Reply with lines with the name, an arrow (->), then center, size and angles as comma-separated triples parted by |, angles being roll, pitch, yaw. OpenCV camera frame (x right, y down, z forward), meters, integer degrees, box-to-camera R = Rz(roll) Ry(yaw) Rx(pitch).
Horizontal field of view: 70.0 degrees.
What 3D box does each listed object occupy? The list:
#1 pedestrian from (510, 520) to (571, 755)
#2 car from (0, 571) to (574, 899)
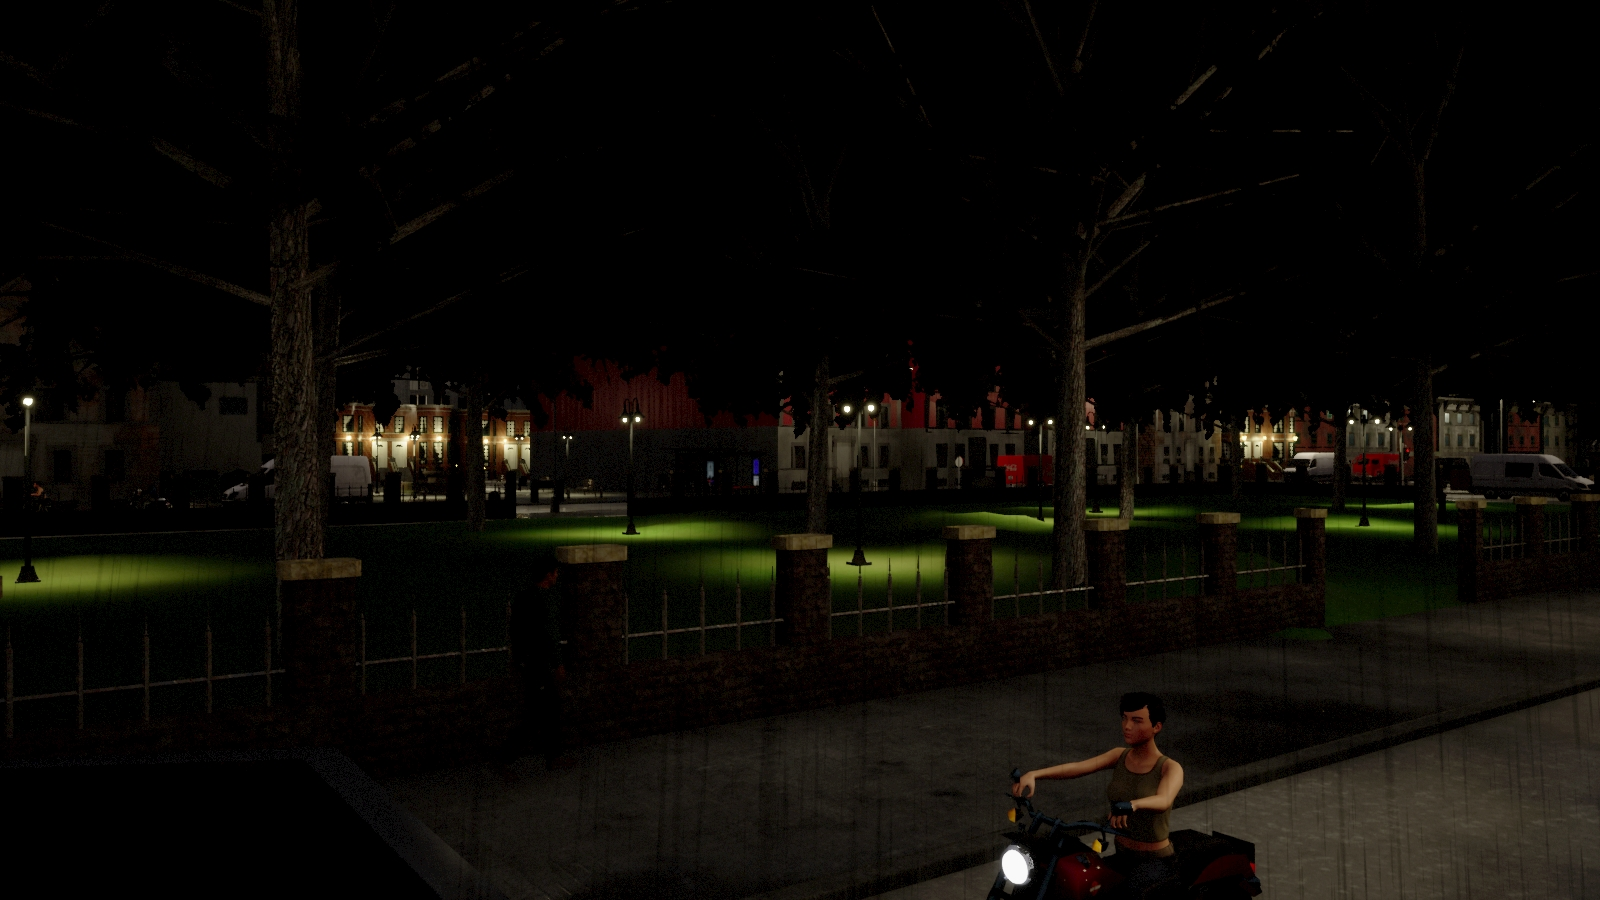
pedestrian -> -2.145, 1.523, 9.438 | 0.375, 1.860, 0.375 | 0, 0, -35
car -> -3.767, 1.534, 1.768 | 6.274, 2.098, 2.390 | 0, 0, -35
